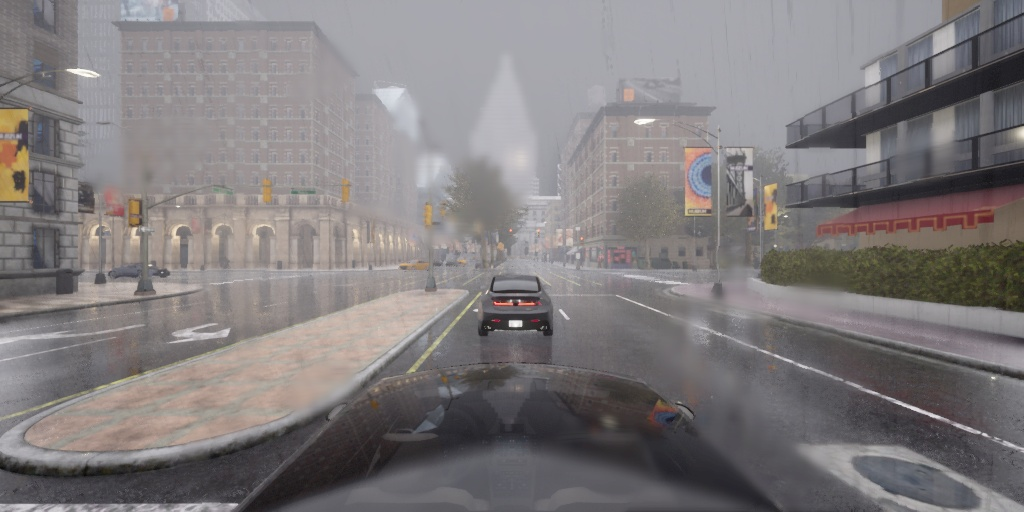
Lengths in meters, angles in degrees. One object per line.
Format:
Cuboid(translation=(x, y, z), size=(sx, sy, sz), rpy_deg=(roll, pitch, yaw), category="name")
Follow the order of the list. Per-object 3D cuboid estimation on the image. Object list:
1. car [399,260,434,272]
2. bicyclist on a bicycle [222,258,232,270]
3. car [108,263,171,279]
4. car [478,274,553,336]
Cuboid(translation=(-12.711, 1.227, 46.868), size=(1.882, 1.535, 5.008), rpy_deg=(1, 0, 19), category="car")
Cuboid(translation=(-37.171, 1.050, 46.808), size=(0.582, 1.620, 1.656), rpy_deg=(0, 0, 0), category="bicyclist on a bicycle")
Cuboid(translation=(-33.556, 1.314, 32.352), size=(4.181, 1.385, 1.994), rpy_deg=(0, 0, 0), category="car")
Cuboid(translation=(0.101, 1.255, 10.369), size=(1.837, 1.490, 4.892), rpy_deg=(0, 0, 0), category="car")
